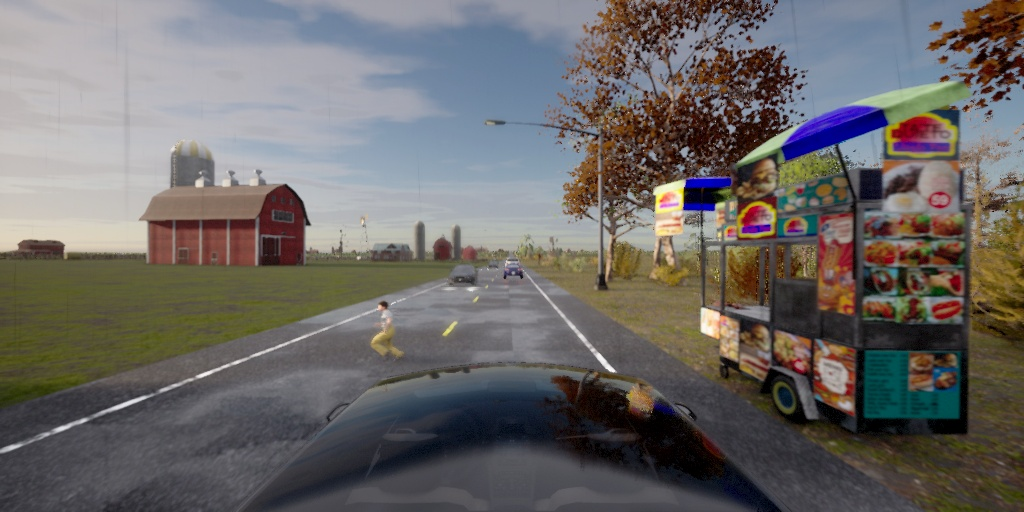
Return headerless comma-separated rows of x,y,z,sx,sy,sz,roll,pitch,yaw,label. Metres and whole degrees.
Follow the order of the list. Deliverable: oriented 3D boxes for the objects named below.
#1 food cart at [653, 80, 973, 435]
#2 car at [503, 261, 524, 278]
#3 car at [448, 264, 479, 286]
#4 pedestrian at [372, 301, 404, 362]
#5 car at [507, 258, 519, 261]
4.003,0.239,5.502,2.280,3.560,4.660,0,0,0,food cart
0.126,1.485,36.602,1.812,1.442,4.674,0,0,0,car
-3.581,1.409,27.152,1.837,1.490,4.892,0,0,0,car
-2.356,1.358,6.815,0.375,1.300,0.375,-1,0,-3,pedestrian
0.121,1.272,52.173,2.150,2.045,5.566,0,0,1,car
